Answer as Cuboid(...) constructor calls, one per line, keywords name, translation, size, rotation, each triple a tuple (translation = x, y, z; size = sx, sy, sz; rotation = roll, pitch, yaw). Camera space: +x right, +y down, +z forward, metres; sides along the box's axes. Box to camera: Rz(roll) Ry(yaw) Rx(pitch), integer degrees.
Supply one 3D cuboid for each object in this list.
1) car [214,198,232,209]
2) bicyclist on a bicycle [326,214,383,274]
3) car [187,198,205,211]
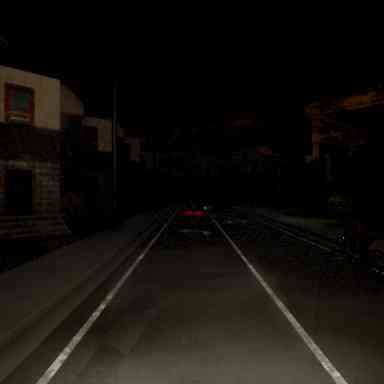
Cuboid(name="car", translation=(4.145, 1.530, 44.434), size=(2.033, 1.411, 5.357), rotation=(0, 0, 11))
Cuboid(name="bicyclist on a bicycle", translation=(4.442, 1.431, 9.004), size=(1.656, 1.620, 0.582), rotation=(0, 0, 0))
Cuboid(name="car", translation=(0.441, 1.476, 39.818), size=(2.128, 1.511, 4.902), rotation=(0, 0, 4))
